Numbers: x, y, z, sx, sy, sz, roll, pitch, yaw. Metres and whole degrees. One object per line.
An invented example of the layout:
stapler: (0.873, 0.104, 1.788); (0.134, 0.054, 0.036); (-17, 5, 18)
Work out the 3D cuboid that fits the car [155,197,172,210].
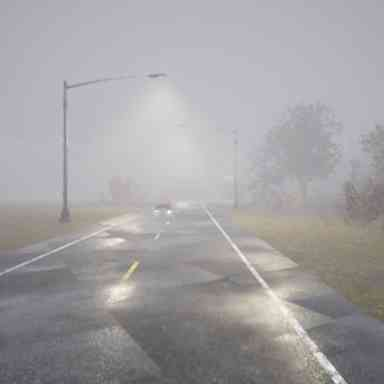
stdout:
car: (-3.571, 1.457, 42.477); (1.882, 1.535, 5.008); (0, 0, 0)
